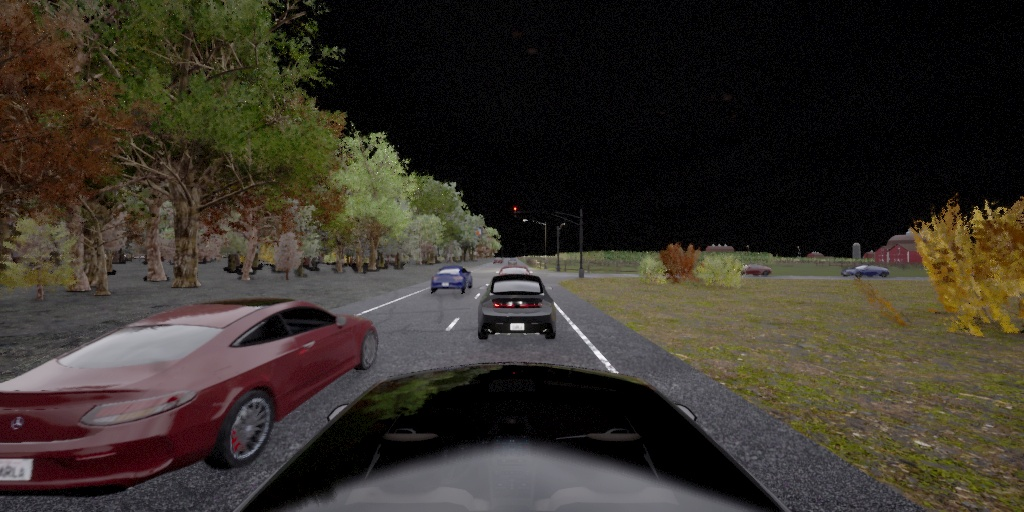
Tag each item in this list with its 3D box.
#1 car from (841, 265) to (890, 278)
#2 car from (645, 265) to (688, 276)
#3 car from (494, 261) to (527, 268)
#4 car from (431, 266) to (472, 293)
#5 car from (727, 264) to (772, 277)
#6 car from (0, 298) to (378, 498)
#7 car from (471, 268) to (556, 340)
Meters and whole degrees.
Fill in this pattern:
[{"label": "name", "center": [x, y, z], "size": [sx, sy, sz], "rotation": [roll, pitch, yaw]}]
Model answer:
[{"label": "car", "center": [41.314, 1.784, 41.968], "size": [4.674, 1.442, 1.812], "rotation": [1, -1, 0]}, {"label": "car", "center": [18.057, 1.496, 42.140], "size": [4.902, 1.511, 2.128], "rotation": [1, -1, 1]}, {"label": "car", "center": [0.128, 1.232, 19.413], "size": [1.882, 1.535, 5.008], "rotation": [0, 0, 0]}, {"label": "car", "center": [-3.373, 1.280, 20.487], "size": [1.812, 1.442, 4.674], "rotation": [0, 0, 0]}, {"label": "car", "center": [27.854, 1.637, 42.061], "size": [4.674, 1.442, 1.812], "rotation": [1, -1, 0]}, {"label": "car", "center": [-3.393, 1.276, 4.730], "size": [1.812, 1.442, 4.674], "rotation": [0, 0, 0]}, {"label": "car", "center": [0.112, 1.257, 10.049], "size": [1.837, 1.490, 4.892], "rotation": [0, 0, 0]}]
